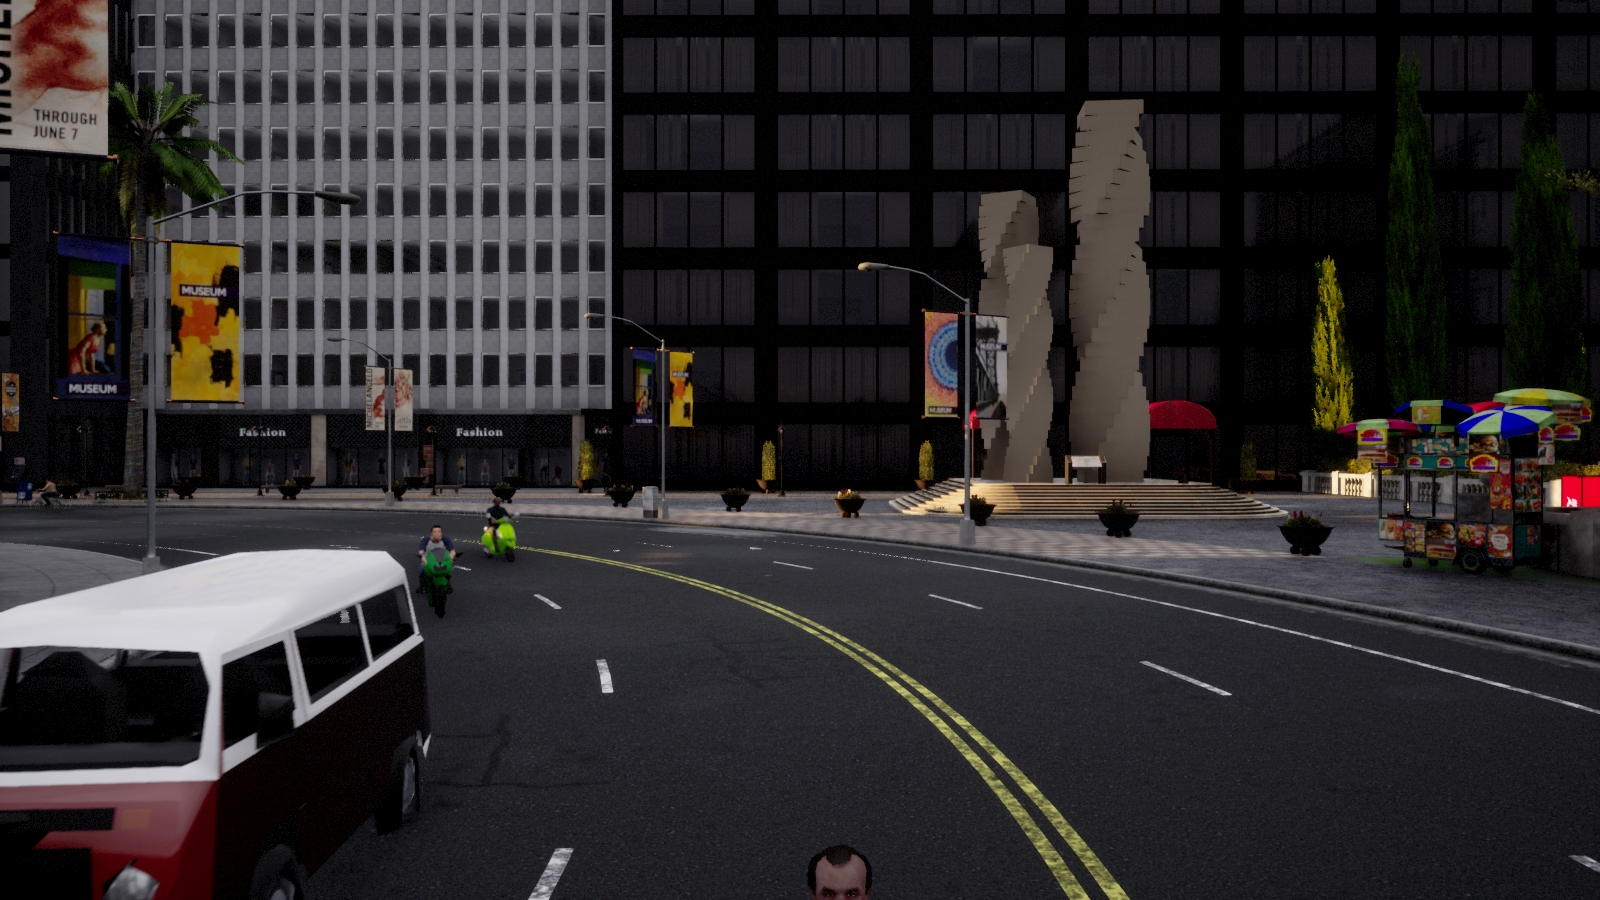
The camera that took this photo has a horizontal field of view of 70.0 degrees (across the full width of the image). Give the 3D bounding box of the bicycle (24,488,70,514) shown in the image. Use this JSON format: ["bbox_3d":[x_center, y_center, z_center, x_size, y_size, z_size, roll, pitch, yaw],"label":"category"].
[{"bbox_3d":[-33.350,2.256,50.613,1.487,1.080,0.859,0,0,7],"label":"bicycle"}]

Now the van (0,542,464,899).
[{"bbox_3d":[-3.662,1.782,7.125,2.069,2.038,4.480,0,0,-4],"label":"van"}]

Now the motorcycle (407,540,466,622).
[{"bbox_3d":[-6.269,2.213,19.639,0.803,1.145,2.033,0,0,-23],"label":"motorcycle"}]
